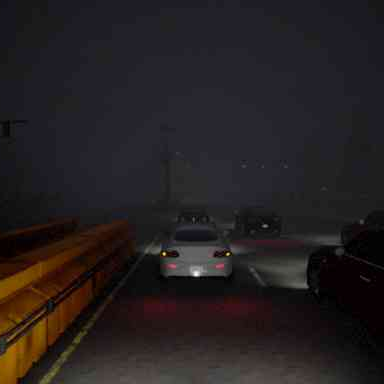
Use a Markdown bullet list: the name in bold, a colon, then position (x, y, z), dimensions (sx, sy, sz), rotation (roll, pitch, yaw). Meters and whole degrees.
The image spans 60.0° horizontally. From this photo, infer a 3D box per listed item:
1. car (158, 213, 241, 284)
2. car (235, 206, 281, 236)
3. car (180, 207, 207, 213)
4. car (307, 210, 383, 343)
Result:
- **car**: position (0.096, 1.552, 9.568), dimensions (1.812, 1.442, 4.674), rotation (0, -1, 0)
- **car**: position (3.597, 1.528, 18.831), dimensions (1.882, 1.535, 5.008), rotation (0, 0, 0)
- **car**: position (0.097, 1.660, 22.099), dimensions (1.895, 1.301, 4.718), rotation (0, 0, 0)
- **car**: position (3.599, 1.367, 5.546), dimensions (2.097, 1.767, 4.553), rotation (0, 0, 0)
